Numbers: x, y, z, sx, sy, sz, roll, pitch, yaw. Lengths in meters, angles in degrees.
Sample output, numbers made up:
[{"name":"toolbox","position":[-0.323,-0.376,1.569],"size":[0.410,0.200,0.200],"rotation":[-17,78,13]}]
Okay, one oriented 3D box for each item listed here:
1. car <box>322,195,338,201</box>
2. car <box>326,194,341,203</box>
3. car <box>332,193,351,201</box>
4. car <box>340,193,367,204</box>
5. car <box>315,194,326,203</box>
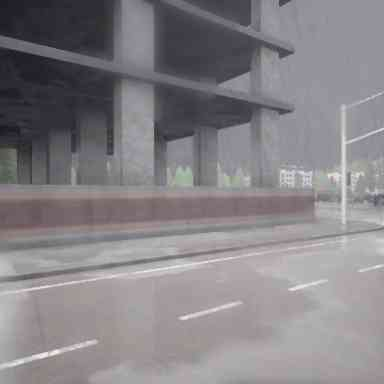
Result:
[{"name":"car","position":[33.559,1.361,80.629],"size":[3.905,1.438,1.784],"rotation":[0,0,-35]},{"name":"car","position":[27.686,1.361,62.834],"size":[3.905,1.438,1.784],"rotation":[0,0,-35]},{"name":"car","position":[35.180,1.151,78.228],"size":[4.605,1.855,1.932],"rotation":[0,0,-35]},{"name":"car","position":[29.358,1.393,60.471],"size":[3.806,1.475,1.970],"rotation":[0,0,-35]},{"name":"car","position":[26.095,1.150,64.995],"size":[4.605,1.855,1.932],"rotation":[0,0,-35]}]
